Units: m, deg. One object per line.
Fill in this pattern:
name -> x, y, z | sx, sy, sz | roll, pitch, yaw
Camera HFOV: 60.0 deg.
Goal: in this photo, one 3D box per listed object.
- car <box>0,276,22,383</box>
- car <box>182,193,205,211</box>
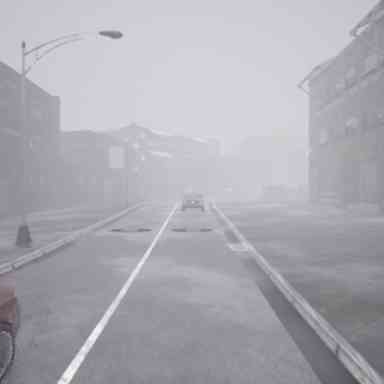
car -> -3.098, 1.513, 2.522 | 1.812, 1.442, 4.674 | 0, 0, 0
car -> 0.122, 0.751, 27.748 | 2.033, 1.411, 5.357 | 0, 2, 1
